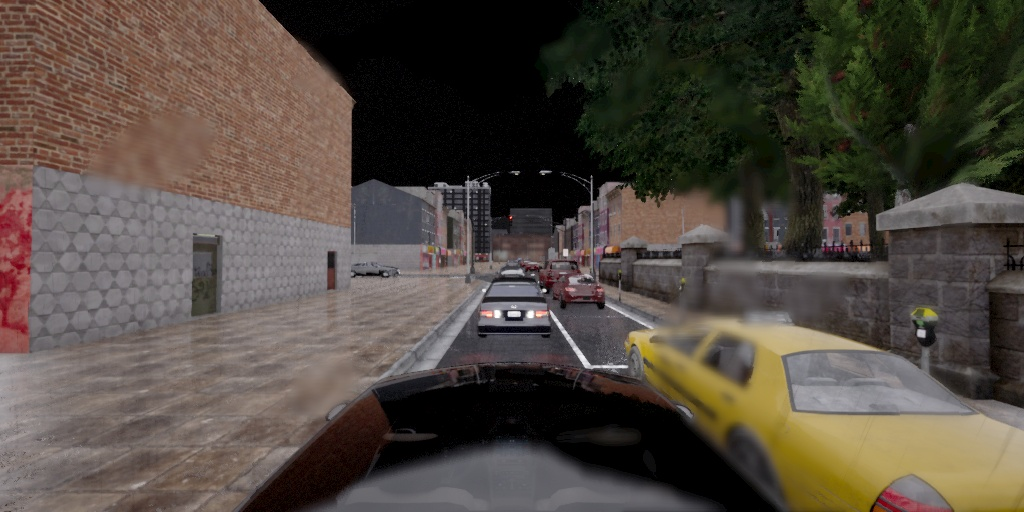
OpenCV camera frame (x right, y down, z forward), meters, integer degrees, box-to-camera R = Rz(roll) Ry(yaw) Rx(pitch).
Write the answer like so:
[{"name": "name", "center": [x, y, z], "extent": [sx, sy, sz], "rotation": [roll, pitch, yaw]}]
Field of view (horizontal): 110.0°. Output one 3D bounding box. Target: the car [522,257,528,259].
[{"name": "car", "center": [2.603, 1.402, 62.913], "extent": [1.888, 1.381, 4.507], "rotation": [0, 0, 0]}]

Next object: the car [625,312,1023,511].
[{"name": "car", "center": [2.639, 1.276, 3.995], "extent": [1.751, 1.417, 4.829], "rotation": [0, 0, 0]}]

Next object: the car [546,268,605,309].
[{"name": "car", "center": [2.633, 1.338, 14.724], "extent": [1.802, 1.307, 4.207], "rotation": [0, 0, 0]}]

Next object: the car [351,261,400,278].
[{"name": "car", "center": [-12.411, 1.233, 31.733], "extent": [4.902, 1.511, 2.128], "rotation": [0, -1, 0]}]

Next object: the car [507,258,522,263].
[{"name": "car", "center": [0.064, 1.336, 59.298], "extent": [2.128, 1.511, 4.902], "rotation": [0, 0, 0]}]

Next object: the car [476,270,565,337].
[{"name": "car", "center": [0.063, 1.300, 10.241], "extent": [2.033, 1.411, 5.357], "rotation": [0, 0, 0]}]

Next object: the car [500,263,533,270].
[{"name": "car", "center": [0.015, 1.287, 19.953], "extent": [1.812, 1.442, 4.674], "rotation": [0, 0, 1]}]

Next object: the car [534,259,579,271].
[{"name": "car", "center": [2.629, 1.076, 20.172], "extent": [2.192, 1.841, 5.009], "rotation": [0, 0, 0]}]

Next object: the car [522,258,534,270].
[{"name": "car", "center": [2.613, 1.355, 46.602], "extent": [1.888, 1.381, 4.507], "rotation": [0, 0, 0]}]
